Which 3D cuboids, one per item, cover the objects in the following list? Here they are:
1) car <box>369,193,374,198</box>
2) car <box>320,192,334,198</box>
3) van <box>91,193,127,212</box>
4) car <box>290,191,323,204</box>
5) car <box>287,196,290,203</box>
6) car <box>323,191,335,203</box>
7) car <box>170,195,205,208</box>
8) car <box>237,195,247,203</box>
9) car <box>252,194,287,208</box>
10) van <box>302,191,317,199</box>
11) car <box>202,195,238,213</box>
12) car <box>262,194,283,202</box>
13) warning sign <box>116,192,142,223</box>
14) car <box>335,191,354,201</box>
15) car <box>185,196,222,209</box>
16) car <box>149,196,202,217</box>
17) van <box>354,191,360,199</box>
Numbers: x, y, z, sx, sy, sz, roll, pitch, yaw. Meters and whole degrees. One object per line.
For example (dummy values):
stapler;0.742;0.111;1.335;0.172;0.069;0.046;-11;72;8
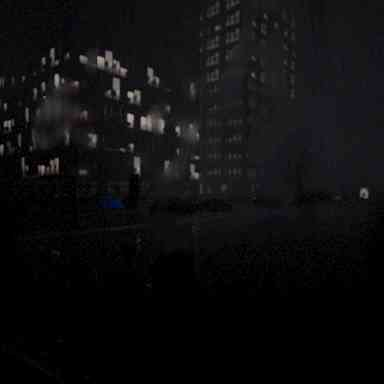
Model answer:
car;39.070;0.812;75.011;2.008;1.369;4.403;1;1;40
car;32.711;0.767;80.470;1.947;1.339;4.313;1;1;40
van;-8.023;1.027;32.965;1.690;1.788;3.998;1;1;40
car;16.903;0.840;49.054;2.192;1.841;5.009;1;1;40
car;16.719;1.084;52.997;1.895;1.301;4.718;1;1;40
car;20.597;0.796;53.379;2.192;1.841;5.009;1;1;40
car;-0.550;1.142;41.546;1.887;1.381;4.507;1;1;40
car;6.845;1.075;50.190;1.947;1.339;4.313;1;1;40
car;9.511;1.195;40.407;1.802;1.307;4.206;1;1;40
van;25.323;0.630;71.814;1.690;1.788;3.998;1;1;40
car;2.172;1.268;31.714;1.947;1.339;4.313;1;1;40
car;14.236;0.987;58.841;1.947;1.339;4.313;1;1;40
warning sign;-3.978;0.929;20.973;1.300;1.860;1.060;0;0;41
car;28.096;0.917;62.163;1.752;1.417;4.829;1;1;40
car;1.458;1.216;39.892;1.895;1.301;4.718;1;1;41
car;-1.479;1.188;27.351;1.967;1.590;4.097;1;1;40
van;35.377;0.646;70.682;1.690;1.788;3.998;1;1;40
